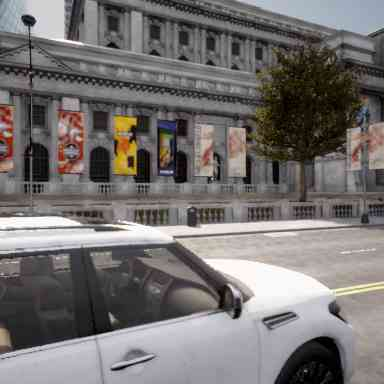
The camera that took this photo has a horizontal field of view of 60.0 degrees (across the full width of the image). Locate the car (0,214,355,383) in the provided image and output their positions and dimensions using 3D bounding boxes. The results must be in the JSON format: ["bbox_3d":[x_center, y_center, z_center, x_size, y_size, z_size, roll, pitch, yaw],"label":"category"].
[{"bbox_3d":[-1.004,1.222,2.817,5.566,2.045,2.150,0,0,-33],"label":"car"}]
